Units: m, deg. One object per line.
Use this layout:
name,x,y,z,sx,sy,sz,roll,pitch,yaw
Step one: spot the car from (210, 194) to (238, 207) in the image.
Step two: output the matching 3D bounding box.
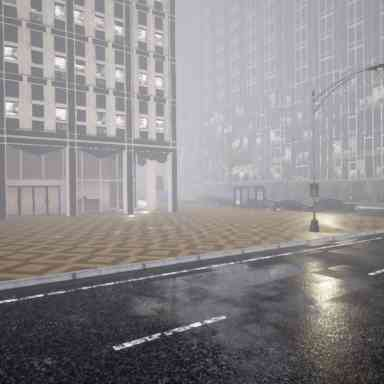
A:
car,4.871,1.319,45.036,1.947,1.339,4.313,0,1,-35

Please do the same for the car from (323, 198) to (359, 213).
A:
car,15.010,1.364,34.946,1.812,1.442,4.674,-1,1,-34

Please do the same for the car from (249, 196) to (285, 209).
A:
car,9.615,1.316,42.785,1.994,1.385,4.181,-1,1,-35

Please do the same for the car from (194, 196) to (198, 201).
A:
car,2.158,1.043,63.861,1.802,1.307,4.206,0,1,-35

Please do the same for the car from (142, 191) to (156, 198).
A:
car,-10.727,0.685,82.590,1.967,1.590,4.097,0,1,-35

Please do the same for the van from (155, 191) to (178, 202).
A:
van,-4.747,0.936,59.110,1.690,1.788,3.998,0,1,-35

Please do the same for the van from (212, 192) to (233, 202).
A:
van,5.378,0.855,59.175,1.690,1.788,3.998,0,1,-35

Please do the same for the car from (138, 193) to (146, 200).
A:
car,-11.190,1.039,68.478,2.008,1.369,4.403,0,1,-35

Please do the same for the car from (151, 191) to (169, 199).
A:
car,-7.506,0.614,77.906,2.192,1.841,5.009,0,1,-35

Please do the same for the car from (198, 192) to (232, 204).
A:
car,3.728,1.205,51.362,2.033,1.411,5.357,-1,1,-34

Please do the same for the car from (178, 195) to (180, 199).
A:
car,-4.285,0.935,73.227,1.802,1.307,4.206,0,1,-35

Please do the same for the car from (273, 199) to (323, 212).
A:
car,11.251,1.423,35.626,1.947,1.339,4.313,0,1,-35

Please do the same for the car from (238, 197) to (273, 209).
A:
car,8.044,1.387,40.321,1.802,1.307,4.206,0,1,-35
